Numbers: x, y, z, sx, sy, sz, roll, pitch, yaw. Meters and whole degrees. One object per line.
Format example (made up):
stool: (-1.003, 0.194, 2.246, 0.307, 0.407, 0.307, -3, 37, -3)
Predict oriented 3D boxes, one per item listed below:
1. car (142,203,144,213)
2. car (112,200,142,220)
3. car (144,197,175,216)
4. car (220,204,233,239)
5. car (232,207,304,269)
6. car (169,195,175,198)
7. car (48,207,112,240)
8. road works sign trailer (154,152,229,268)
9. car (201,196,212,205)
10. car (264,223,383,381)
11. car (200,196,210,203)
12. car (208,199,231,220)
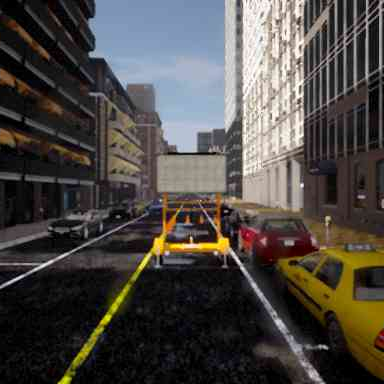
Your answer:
car: (-5.735, 1.505, 33.525, 1.752, 1.417, 4.829, 0, 0, 0)
car: (-5.728, 1.548, 28.046, 1.947, 1.339, 4.313, 0, 0, 0)
car: (-3.142, 1.527, 33.124, 2.033, 1.411, 5.357, 0, 0, 0)
car: (2.667, 1.537, 16.760, 2.008, 1.369, 4.403, 0, 0, 0)
car: (2.675, 1.430, 11.111, 1.967, 1.590, 4.097, 0, 0, 0)
car: (-5.810, 1.532, 90.180, 2.008, 1.369, 4.403, 0, 0, 0)
car: (-5.713, 1.539, 16.749, 2.008, 1.369, 4.403, 0, 0, 0)
road works sign trailer: (-0.015, 0.455, 11.266, 2.380, 3.560, 2.880, 0, 0, 0)
car: (2.616, 1.519, 56.299, 1.887, 1.381, 4.507, 0, 0, 0)
car: (2.682, 1.520, 5.633, 1.752, 1.417, 4.829, 0, 0, 0)
car: (2.600, 1.525, 67.597, 2.008, 1.369, 4.403, 0, 0, 0)
car: (2.653, 1.546, 28.057, 1.947, 1.339, 4.313, 0, 0, 0)
